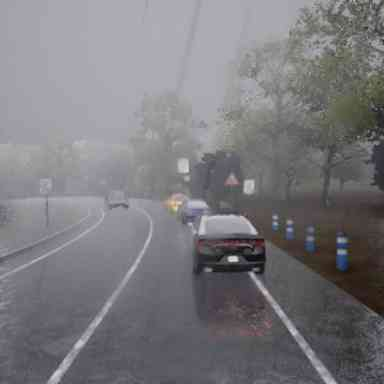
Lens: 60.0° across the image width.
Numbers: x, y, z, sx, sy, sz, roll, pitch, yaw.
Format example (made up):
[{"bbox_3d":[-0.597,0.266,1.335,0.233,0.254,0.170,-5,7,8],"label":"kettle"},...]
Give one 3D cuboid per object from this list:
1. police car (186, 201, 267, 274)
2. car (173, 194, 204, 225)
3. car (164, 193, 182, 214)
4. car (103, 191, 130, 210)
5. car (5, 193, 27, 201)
[{"bbox_3d":[0.903,1.332,10.426,1.930,1.638,5.238,0,1,-1],"label":"police car"},{"bbox_3d":[0.117,1.131,20.604,1.812,1.442,4.674,-1,2,-8],"label":"car"},{"bbox_3d":[-1.111,0.847,26.940,1.801,1.575,5.366,-2,2,-14],"label":"car"},{"bbox_3d":[-7.344,0.909,32.112,2.033,1.411,5.357,-2,2,-20],"label":"car"},{"bbox_3d":[-33.951,0.905,64.157,4.718,1.301,1.895,-2,5,33],"label":"car"}]
